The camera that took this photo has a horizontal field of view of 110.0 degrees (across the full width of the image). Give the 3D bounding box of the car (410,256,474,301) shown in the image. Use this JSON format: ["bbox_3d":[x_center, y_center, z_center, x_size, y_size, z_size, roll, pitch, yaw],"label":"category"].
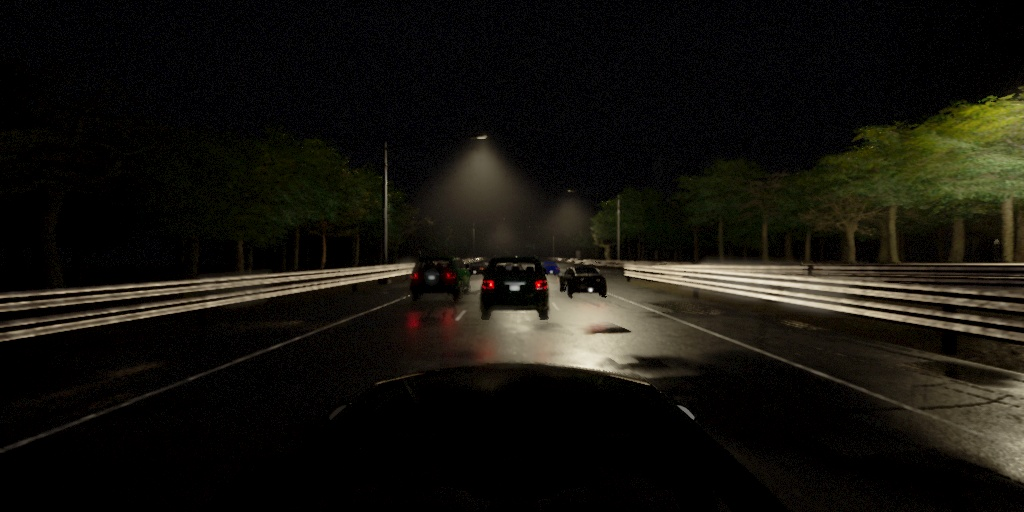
[{"bbox_3d":[-3.399,1.011,17.879,2.150,2.045,5.566,0,0,0],"label":"car"}]

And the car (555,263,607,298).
[{"bbox_3d":[3.600,1.295,18.809,1.837,1.490,4.892,0,0,0],"label":"car"}]

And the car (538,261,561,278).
[{"bbox_3d":[3.605,1.284,35.147,1.812,1.442,4.674,0,0,0],"label":"car"}]

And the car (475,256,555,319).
[{"bbox_3d":[0.106,1.006,13.040,2.150,2.045,5.566,0,0,0],"label":"car"}]
